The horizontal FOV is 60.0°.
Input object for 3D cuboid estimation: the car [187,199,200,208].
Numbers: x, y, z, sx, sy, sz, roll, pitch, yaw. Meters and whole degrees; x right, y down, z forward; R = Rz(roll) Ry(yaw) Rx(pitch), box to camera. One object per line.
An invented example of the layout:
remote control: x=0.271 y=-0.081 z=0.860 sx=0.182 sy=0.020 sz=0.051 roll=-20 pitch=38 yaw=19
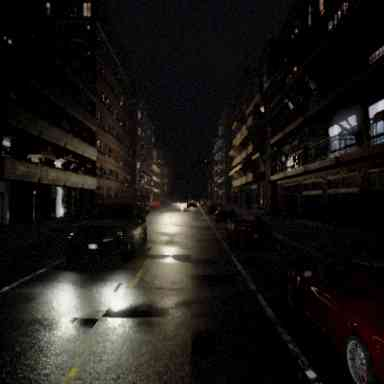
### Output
car: x=0.004 y=2.299 z=61.305 sx=1.895 sy=1.301 sz=4.718 roll=0 pitch=-1 yaw=0

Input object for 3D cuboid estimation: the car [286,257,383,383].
car: x=2.704 y=1.640 z=4.986 sx=1.802 sy=1.307 sz=4.206 roll=1 pitch=-1 yaw=0

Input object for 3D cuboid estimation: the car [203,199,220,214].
car: x=2.705 y=1.882 z=38.953 sx=1.967 sy=1.590 sz=4.097 roll=1 pitch=-1 yaw=0

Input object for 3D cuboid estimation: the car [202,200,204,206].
car: x=2.704 y=2.058 z=44.613 sx=2.008 sy=1.369 sz=4.403 roll=1 pitch=-1 yaw=0

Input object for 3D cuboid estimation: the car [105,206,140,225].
car: x=-5.678 y=1.878 z=27.671 sx=1.947 sy=1.339 sz=4.313 roll=1 pitch=-1 yaw=0

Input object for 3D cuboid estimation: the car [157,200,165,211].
car: x=-5.676 y=2.115 z=50.317 sx=1.887 sy=1.381 sz=4.507 roll=1 pitch=-1 yaw=0

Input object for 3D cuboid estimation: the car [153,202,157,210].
car: x=-5.677 y=1.992 z=38.993 sx=2.008 sy=1.369 sz=4.403 roll=1 pitch=-1 yaw=0

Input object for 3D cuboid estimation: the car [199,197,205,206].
car: x=2.708 y=2.207 z=67.261 sx=1.967 sy=1.590 sz=4.097 roll=1 pitch=-1 yaw=0

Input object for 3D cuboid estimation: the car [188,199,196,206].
car: x=0.004 y=2.186 z=71.510 sx=1.837 sy=1.490 sz=4.892 roll=0 pitch=-1 yaw=0

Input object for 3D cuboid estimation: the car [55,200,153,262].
car: x=-3.083 y=1.370 z=13.121 sx=2.150 sy=2.045 sz=5.566 roll=0 pitch=-1 yaw=0

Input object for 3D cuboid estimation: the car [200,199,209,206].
car: x=2.708 y=2.272 z=72.921 sx=1.967 sy=1.590 sz=4.097 roll=1 pitch=-1 yaw=0

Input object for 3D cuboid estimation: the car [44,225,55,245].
car: x=-5.679 y=1.766 z=16.348 sx=1.802 sy=1.307 sz=4.206 roll=1 pitch=-1 yaw=0

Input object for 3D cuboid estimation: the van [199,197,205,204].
van: x=2.710 y=2.371 z=89.907 sx=1.690 sy=1.788 sz=3.998 roll=1 pitch=-1 yaw=0

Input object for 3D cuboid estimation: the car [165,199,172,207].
car: x=-5.674 y=2.310 z=67.301 sx=1.887 sy=1.381 sz=4.507 roll=1 pitch=-1 yaw=0

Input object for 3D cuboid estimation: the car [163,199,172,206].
car: x=-5.674 y=2.419 z=78.453 sx=1.752 sy=1.417 sz=4.829 roll=1 pitch=-1 yaw=0

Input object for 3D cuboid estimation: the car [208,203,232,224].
car: x=2.703 y=1.865 z=27.630 sx=2.008 sy=1.369 sz=4.403 roll=1 pitch=-1 yaw=0

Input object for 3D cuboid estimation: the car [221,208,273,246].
car: x=2.702 y=1.731 z=16.307 sx=1.887 sy=1.381 sz=4.507 roll=1 pitch=-1 yaw=0

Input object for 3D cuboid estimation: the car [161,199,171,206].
car: x=-5.674 y=2.354 z=72.792 sx=1.752 sy=1.417 sz=4.829 roll=1 pitch=-1 yaw=0

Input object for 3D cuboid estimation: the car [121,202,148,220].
car: x=-5.675 y=1.816 z=33.334 sx=1.967 sy=1.590 sz=4.097 roll=1 pitch=-1 yaw=0

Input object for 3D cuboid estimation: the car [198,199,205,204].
car: x=2.707 y=2.679 z=95.565 sx=1.802 sy=1.307 sz=4.206 roll=1 pitch=-1 yaw=0
